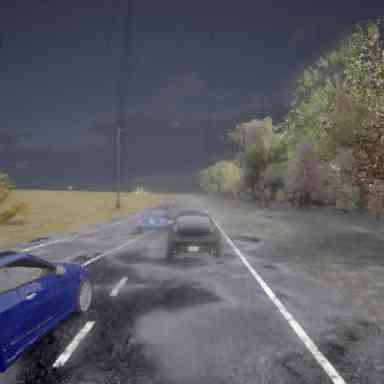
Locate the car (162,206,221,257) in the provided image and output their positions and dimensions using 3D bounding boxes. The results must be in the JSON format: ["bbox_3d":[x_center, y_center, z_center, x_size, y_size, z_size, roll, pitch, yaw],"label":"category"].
[{"bbox_3d":[0.072,1.547,13.003,1.837,1.490,4.892,0,0,0],"label":"car"}]

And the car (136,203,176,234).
[{"bbox_3d":[-2.038,1.606,19.814,2.033,1.411,5.357,0,0,2],"label":"car"}]

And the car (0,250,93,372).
[{"bbox_3d":[-2.960,1.541,4.703,1.812,1.442,4.674,0,0,4],"label":"car"}]

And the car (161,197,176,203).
[{"bbox_3d":[-3.571,1.497,50.440,2.097,1.767,4.553,0,0,0],"label":"car"}]
